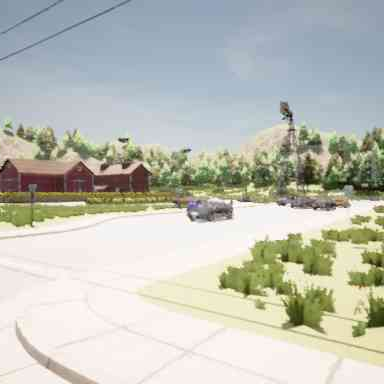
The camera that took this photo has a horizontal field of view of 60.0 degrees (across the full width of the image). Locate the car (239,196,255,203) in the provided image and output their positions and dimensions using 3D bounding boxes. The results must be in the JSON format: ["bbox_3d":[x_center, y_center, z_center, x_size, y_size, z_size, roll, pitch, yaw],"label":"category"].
[{"bbox_3d":[11.739,1.536,71.354,3.905,1.438,1.784,0,0,35],"label":"car"}]

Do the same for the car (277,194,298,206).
[{"bbox_3d":[15.688,1.322,53.580,3.866,1.878,1.905,0,0,35],"label":"car"}]

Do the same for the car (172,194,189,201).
[{"bbox_3d":[-1.014,1.325,52.841,4.605,1.855,1.932,0,0,35],"label":"car"}]

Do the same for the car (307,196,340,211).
[{"bbox_3d":[16.398,1.552,41.210,2.033,1.411,5.357,0,0,35],"label":"car"}]

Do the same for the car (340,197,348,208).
[{"bbox_3d":[22.201,1.483,49.673,1.882,1.535,5.008,0,0,35],"label":"car"}]

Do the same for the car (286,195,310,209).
[{"bbox_3d":[14.878,1.514,45.285,1.837,1.490,4.892,0,-1,35],"label":"car"}]

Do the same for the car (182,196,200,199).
[{"bbox_3d":[1.797,1.489,33.757,4.611,1.667,2.242,0,0,35],"label":"car"}]

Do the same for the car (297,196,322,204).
[{"bbox_3d":[22.960,1.515,64.948,4.193,1.474,1.816,0,0,35],"label":"car"}]

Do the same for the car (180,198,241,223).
[{"bbox_3d":[1.551,1.498,26.168,2.128,1.511,4.902,0,0,35],"label":"car"}]
